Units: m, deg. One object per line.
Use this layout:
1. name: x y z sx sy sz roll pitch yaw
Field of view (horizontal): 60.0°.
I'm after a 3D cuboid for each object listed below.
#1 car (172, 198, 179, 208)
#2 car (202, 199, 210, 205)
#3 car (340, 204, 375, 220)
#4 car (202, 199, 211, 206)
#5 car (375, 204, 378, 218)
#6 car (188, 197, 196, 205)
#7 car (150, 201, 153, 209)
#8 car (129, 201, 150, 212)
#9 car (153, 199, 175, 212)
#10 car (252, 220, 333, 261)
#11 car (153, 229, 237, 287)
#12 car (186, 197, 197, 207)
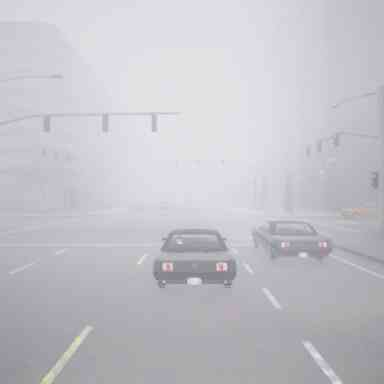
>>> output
1. car: -3.863 2.147 58.573 1.837 1.490 4.892 0 -1 1
2. car: 3.518 2.493 85.833 1.994 1.385 4.181 0 -1 1
3. car: 17.259 1.892 32.705 5.008 1.535 1.882 0 -1 0
4. car: 3.404 2.427 75.859 1.895 1.301 4.718 0 -1 1
5. car: 19.317 1.867 29.200 4.902 1.511 2.128 0 -1 0
6. car: 0.016 2.295 85.712 2.097 1.767 4.553 0 -1 1
7. car: -7.399 2.172 56.895 2.033 1.411 5.357 0 -1 0
8. car: -7.450 2.014 46.329 1.837 1.490 4.892 0 -1 0
9. car: -3.964 2.082 48.730 2.033 1.411 5.357 0 -1 0
10. car: 3.565 1.743 12.868 1.895 1.301 4.718 0 -1 0
11. car: 0.064 1.707 9.584 1.895 1.301 4.718 0 -1 0
12. car: -0.094 1.989 69.985 2.150 2.045 5.566 0 -1 1
